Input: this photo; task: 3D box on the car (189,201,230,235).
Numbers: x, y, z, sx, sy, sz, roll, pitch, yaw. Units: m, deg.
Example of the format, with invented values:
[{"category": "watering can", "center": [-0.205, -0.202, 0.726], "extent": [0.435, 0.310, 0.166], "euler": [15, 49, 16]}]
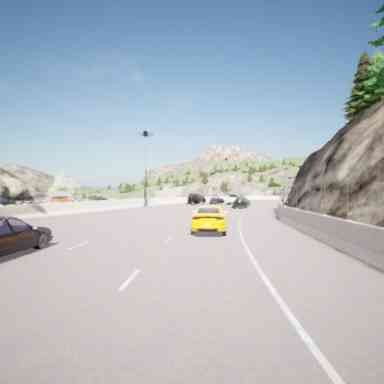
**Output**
[{"category": "car", "center": [1.070, 1.514, 19.267], "extent": [1.882, 1.535, 5.008], "euler": [0, 0, 7]}]

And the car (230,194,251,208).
[{"category": "car", "center": [7.517, 1.468, 49.763], "extent": [2.097, 1.767, 4.553], "euler": [0, 0, 18]}]

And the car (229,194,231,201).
[{"category": "car", "center": [8.429, 1.364, 63.205], "extent": [2.150, 2.045, 5.566], "euler": [0, 0, 23]}]

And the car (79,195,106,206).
[{"category": "car", "center": [-16.476, 1.375, 55.326], "extent": [2.097, 1.767, 4.553], "euler": [0, 0, 17]}]

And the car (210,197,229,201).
[{"category": "car", "center": [4.845, 1.617, 63.257], "extent": [2.128, 1.511, 4.902], "euler": [0, 0, 22]}]

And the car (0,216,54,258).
[{"category": "car", "center": [-6.763, 1.533, 11.270], "extent": [2.033, 1.411, 5.357], "euler": [0, 0, 4]}]

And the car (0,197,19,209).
[{"category": "car", "center": [-26.411, 1.495, 45.309], "extent": [2.033, 1.411, 5.357], "euler": [0, 0, 14]}]

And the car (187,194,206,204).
[{"category": "car", "center": [0.944, 1.328, 63.252], "extent": [2.150, 2.045, 5.566], "euler": [0, 0, 22]}]

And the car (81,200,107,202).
[{"category": "car", "center": [-14.377, 1.491, 50.009], "extent": [1.882, 1.535, 5.008], "euler": [0, 0, 16]}]
